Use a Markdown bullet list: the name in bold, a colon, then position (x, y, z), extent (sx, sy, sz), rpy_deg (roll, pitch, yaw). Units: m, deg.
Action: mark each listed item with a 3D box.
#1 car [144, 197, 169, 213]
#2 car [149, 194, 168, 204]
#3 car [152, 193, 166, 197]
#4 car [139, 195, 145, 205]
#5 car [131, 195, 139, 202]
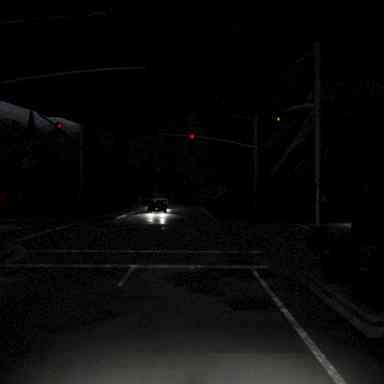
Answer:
- **car**: position (-3.757, 1.564, 36.485), extent (1.994, 1.385, 4.181), rpy_deg (0, 0, -2)
- **car**: position (-6.596, 1.352, 64.907), extent (2.097, 1.767, 4.553), rpy_deg (0, 0, -27)
- **car**: position (-4.619, 1.221, 46.939), extent (2.150, 2.045, 5.566), rpy_deg (0, 0, -11)
- **car**: position (-7.212, 1.601, 56.796), extent (1.895, 1.301, 4.718), rpy_deg (0, 0, -21)
- **car**: position (-12.345, 1.480, 73.213), extent (4.902, 1.511, 2.128), rpy_deg (0, 0, 42)
